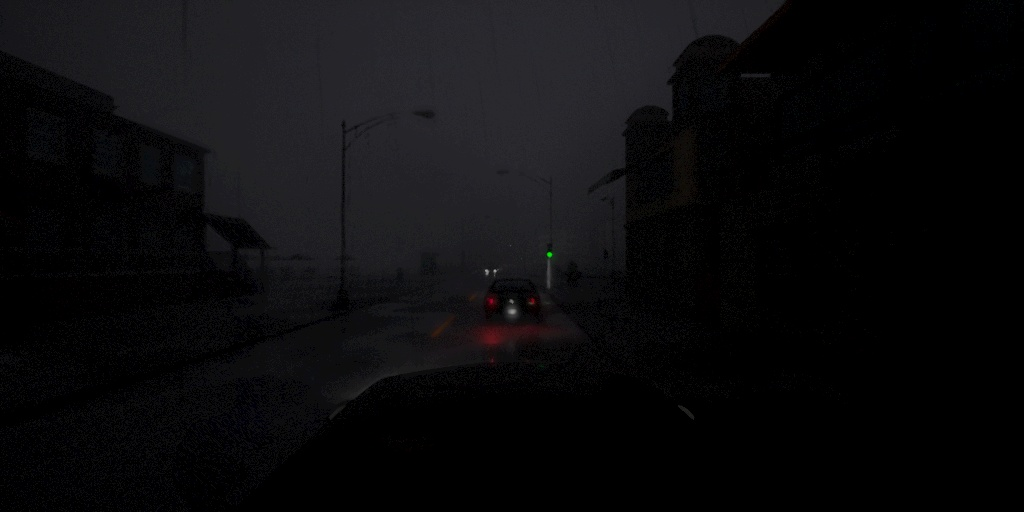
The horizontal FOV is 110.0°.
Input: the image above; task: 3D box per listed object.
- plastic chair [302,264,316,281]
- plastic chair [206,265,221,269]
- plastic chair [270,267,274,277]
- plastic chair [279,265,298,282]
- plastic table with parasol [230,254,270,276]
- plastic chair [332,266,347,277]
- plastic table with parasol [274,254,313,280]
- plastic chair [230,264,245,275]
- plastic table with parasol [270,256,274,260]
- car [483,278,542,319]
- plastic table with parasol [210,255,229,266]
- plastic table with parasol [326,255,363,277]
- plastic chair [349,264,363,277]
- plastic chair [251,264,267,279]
[{"bbox_3d":[-18.709,1.645,33.297,0.730,1.272,0.750,0,0,0],"label":"plastic chair"},{"bbox_3d":[-25.341,1.613,30.600,0.730,1.272,0.750,0,0,-1],"label":"plastic chair"},{"bbox_3d":[-27.910,1.738,41.395,0.750,1.272,0.730,0,0,0],"label":"plastic chair"},{"bbox_3d":[-20.009,1.631,32.097,0.750,1.272,0.730,0,0,0],"label":"plastic chair"},{"bbox_3d":[-26.910,1.077,36.446,2.482,2.480,2.482,0,0,0],"label":"plastic table with parasol"},{"bbox_3d":[-19.210,1.721,39.896,0.750,1.272,0.730,0,0,0],"label":"plastic chair"},{"bbox_3d":[-19.929,1.042,33.417,2.482,2.480,2.482,0,0,0],"label":"plastic table with parasol"},{"bbox_3d":[-27.009,1.666,35.196,0.750,1.272,0.730,0,0,0],"label":"plastic chair"},{"bbox_3d":[-27.810,1.149,42.645,2.482,2.480,2.482,0,0,0],"label":"plastic table with parasol"},{"bbox_3d":[0.032,1.487,13.489,1.895,1.301,4.718,0,-1,1],"label":"car"},{"bbox_3d":[-26.519,1.008,30.526,2.482,2.480,2.482,0,0,0],"label":"plastic table with parasol"},{"bbox_3d":[-19.180,1.133,41.236,2.482,2.480,2.482,0,0,0],"label":"plastic table with parasol"},{"bbox_3d":[-17.910,1.735,41.096,0.730,1.272,0.750,0,0,0],"label":"plastic chair"},{"bbox_3d":[-25.710,1.680,36.396,0.730,1.272,0.750,0,0,0],"label":"plastic chair"}]
